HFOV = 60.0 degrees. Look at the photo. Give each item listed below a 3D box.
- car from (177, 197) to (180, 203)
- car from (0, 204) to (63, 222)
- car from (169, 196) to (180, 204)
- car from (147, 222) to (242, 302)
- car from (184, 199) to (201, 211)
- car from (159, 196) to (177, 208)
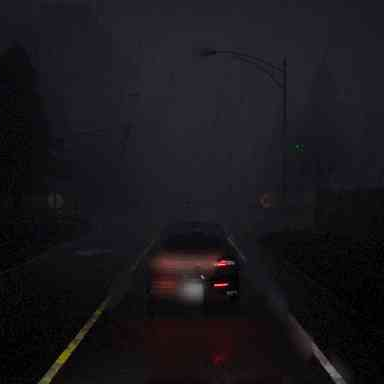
[{"bbox_3d":[-3.513,1.478,56.130,1.882,1.535,5.008,0,0,0],"label":"car"},{"bbox_3d":[-12.605,1.616,25.724,4.718,1.301,1.895,0,0,-1],"label":"car"},{"bbox_3d":[-3.445,1.564,66.101,1.994,1.385,4.181,0,0,1],"label":"car"},{"bbox_3d":[0.065,1.492,8.242,2.128,1.511,4.902,0,0,1],"label":"car"},{"bbox_3d":[0.037,1.564,40.935,1.994,1.385,4.181,0,0,2],"label":"car"},{"bbox_3d":[-3.524,1.526,46.841,1.812,1.442,4.674,0,0,0],"label":"car"}]
